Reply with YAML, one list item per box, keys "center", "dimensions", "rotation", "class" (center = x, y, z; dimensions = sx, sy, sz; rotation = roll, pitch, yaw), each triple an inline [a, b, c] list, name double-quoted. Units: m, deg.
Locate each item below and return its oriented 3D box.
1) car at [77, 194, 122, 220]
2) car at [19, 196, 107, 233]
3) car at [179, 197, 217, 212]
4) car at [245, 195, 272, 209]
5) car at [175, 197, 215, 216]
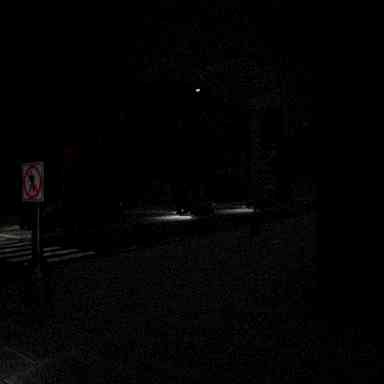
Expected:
- center: [-7.805, 1.163, 25.111]
  dimensions: [2.150, 2.045, 5.566]
  rotation: [0, 0, 35]
  class: "car"
- center: [-7.664, 1.303, 19.678]
  dimensions: [2.097, 1.767, 4.553]
  rotation: [0, 0, 35]
  class: "car"
- center: [0.806, 1.382, 37.280]
  dimensions: [1.837, 1.490, 4.892]
  rotation: [0, 0, 35]
  class: "car"
- center: [8.498, 1.433, 42.487]
  dimensions: [1.895, 1.301, 4.718]
  rotation: [0, 0, 36]
  class: "car"
- center: [0.307, 1.457, 30.950]
  dimensions: [1.994, 1.385, 4.181]
  rotation: [0, 0, 35]
  class: "car"
